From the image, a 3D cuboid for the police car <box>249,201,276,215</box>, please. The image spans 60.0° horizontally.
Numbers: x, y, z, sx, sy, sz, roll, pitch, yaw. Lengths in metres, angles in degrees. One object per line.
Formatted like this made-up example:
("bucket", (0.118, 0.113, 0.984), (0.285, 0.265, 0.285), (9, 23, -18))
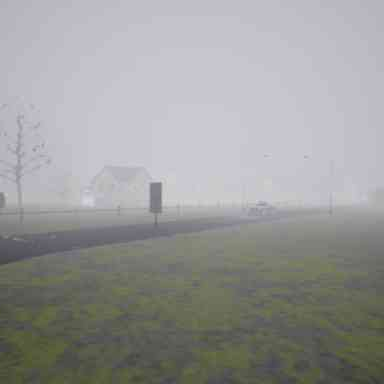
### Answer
("police car", (8.686, 1.963, 41.242), (1.930, 1.638, 5.238), (1, 0, 35))
